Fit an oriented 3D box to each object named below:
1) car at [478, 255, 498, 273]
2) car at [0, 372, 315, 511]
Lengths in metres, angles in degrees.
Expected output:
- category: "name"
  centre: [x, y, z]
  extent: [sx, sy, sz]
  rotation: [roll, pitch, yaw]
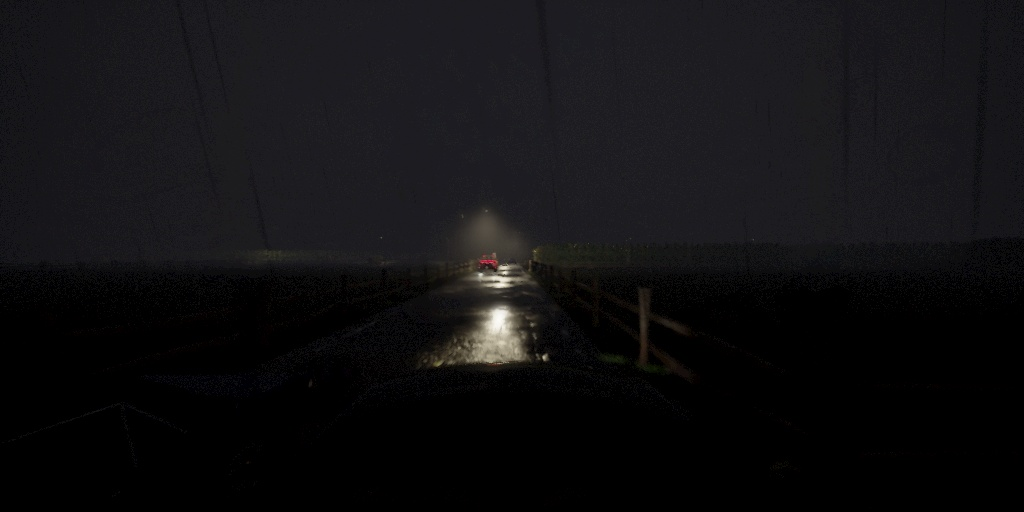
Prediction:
- category: "car"
  centre: [-2.829, 0.937, 43.707]
  extent: [2.150, 2.045, 5.566]
  rotation: [0, 0, 0]
- category: "car"
  centre: [-2.851, 1.351, 1.260]
  extent: [1.895, 1.301, 4.718]
  rotation: [0, 0, 0]
